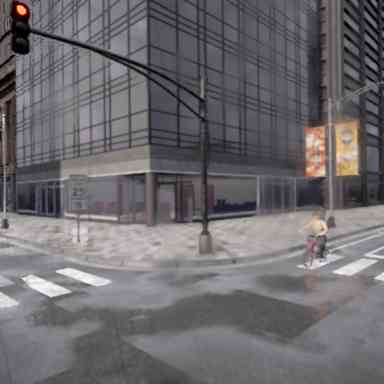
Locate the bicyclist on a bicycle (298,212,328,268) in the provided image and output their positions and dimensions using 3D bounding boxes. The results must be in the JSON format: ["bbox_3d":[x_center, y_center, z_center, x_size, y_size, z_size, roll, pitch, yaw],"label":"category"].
[{"bbox_3d":[3.696,1.404,9.993,0.866,1.612,1.509,-1,0,45],"label":"bicyclist on a bicycle"}]
